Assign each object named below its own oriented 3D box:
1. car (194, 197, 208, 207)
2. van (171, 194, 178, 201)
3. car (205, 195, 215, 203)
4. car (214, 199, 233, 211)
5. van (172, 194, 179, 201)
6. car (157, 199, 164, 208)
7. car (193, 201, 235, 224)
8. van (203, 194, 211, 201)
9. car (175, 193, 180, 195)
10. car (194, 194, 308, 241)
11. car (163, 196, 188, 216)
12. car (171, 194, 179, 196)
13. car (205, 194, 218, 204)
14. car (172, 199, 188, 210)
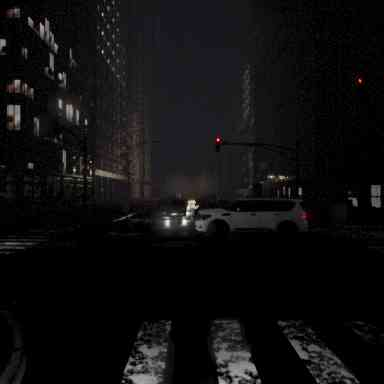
[{"bbox_3d":[1.358,1.555,51.988,2.033,1.411,5.357,0,0,0],"label":"car"},{"bbox_3d":[-4.185,1.320,80.477,1.690,1.788,3.998,0,0,0],"label":"van"},{"bbox_3d":[3.744,1.431,69.457,1.967,1.590,4.097,0,0,0],"label":"car"},{"bbox_3d":[3.917,1.579,41.820,1.947,1.339,4.313,0,0,0],"label":"car"},{"bbox_3d":[-4.210,1.314,86.004,1.690,1.788,3.998,0,0,0],"label":"van"},{"bbox_3d":[-4.037,1.592,47.311,1.802,1.307,4.206,0,0,0],"label":"car"},{"bbox_3d":[1.604,1.545,26.447,1.812,1.442,4.674,-1,0,-16],"label":"car"},{"bbox_3d":[3.695,1.320,80.512,1.690,1.788,3.998,0,0,0],"label":"van"},{"bbox_3d":[-4.160,1.425,74.949,1.967,1.590,4.097,0,0,0],"label":"car"},{"bbox_3d":[2.956,1.268,16.793,5.566,2.045,2.150,1,0,-3],"label":"car"},{"bbox_3d":[-1.507,1.494,33.319,1.882,1.535,5.008,0,0,0],"label":"car"},{"bbox_3d":[-4.111,1.563,63.894,1.947,1.339,4.313,0,0,0],"label":"car"},{"bbox_3d":[3.769,1.312,63.929,2.192,1.841,5.009,0,0,0],"label":"car"},{"bbox_3d":[-1.542,1.613,43.452,1.895,1.301,4.718,0,0,0],"label":"car"}]
